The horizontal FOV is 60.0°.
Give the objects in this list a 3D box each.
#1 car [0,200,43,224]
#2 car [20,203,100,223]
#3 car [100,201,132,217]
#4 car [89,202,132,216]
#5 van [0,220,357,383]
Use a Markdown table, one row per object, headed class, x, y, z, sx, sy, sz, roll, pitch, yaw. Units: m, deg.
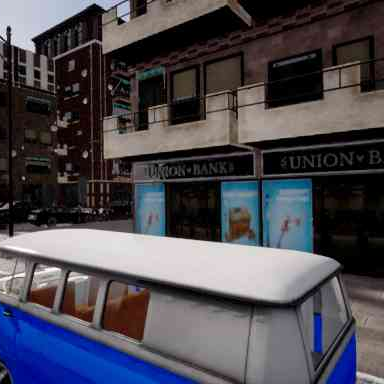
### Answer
| class | x | y | z | sx | sy | sz | roll | pitch | yaw |
| --- | --- | --- | --- | --- | --- | --- | --- | --- | --- |
| car | -13.446 | 1.473 | 25.733 | 2.097 | 1.767 | 4.553 | -1 | -1 | 36 |
| car | -8.722 | 1.583 | 22.381 | 1.947 | 1.339 | 4.313 | -2 | -1 | 36 |
| car | -7.370 | 1.671 | 34.064 | 2.128 | 1.511 | 4.902 | -1 | -1 | 36 |
| car | -8.851 | 1.797 | 36.432 | 1.947 | 1.339 | 4.313 | -2 | -1 | 36 |
| van | -0.549 | 1.342 | 3.242 | 3.998 | 1.788 | 1.690 | 0 | -1 | 35 |
